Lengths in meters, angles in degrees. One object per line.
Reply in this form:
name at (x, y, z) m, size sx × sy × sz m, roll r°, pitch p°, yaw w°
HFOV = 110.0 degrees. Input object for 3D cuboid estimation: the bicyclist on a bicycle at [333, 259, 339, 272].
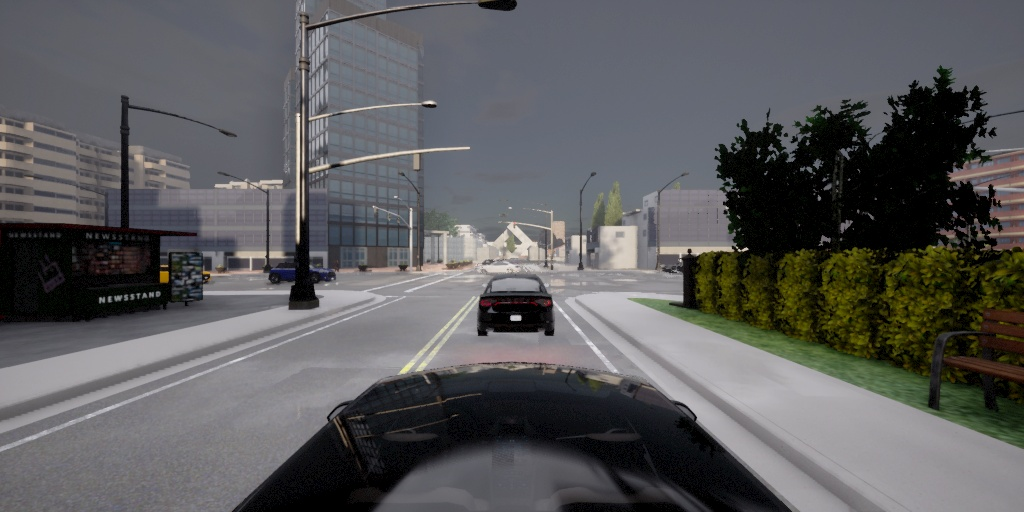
bicyclist on a bicycle at (-21.822, 1.216, 44.493) m, size 0.582 × 1.620 × 1.656 m, roll -1°, pitch 0°, yaw 0°

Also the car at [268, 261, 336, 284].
car at (-16.286, 1.209, 28.038) m, size 4.553 × 1.767 × 2.097 m, roll -1°, pitch 0°, yaw 0°

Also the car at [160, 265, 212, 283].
car at (-26.398, 1.454, 28.001) m, size 5.008 × 1.535 × 1.882 m, roll -1°, pitch 0°, yaw 0°

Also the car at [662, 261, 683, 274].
car at (18.817, 1.214, 38.875) m, size 4.892 × 1.490 × 1.837 m, roll 0°, pitch 0°, yaw 0°

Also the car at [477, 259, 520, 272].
car at (-1.491, 1.296, 38.792) m, size 4.674 × 1.442 × 1.812 m, roll 0°, pitch 0°, yaw 0°

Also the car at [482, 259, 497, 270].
car at (-3.380, 1.227, 54.216) m, size 1.882 × 1.535 × 5.008 m, roll 0°, pitch 0°, yaw 0°

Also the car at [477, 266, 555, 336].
car at (0.110, 1.228, 10.434) m, size 1.882 × 1.535 × 5.008 m, roll 0°, pitch 0°, yaw 1°
